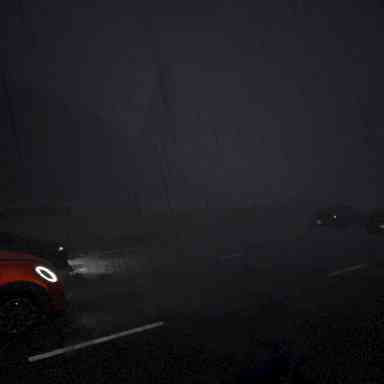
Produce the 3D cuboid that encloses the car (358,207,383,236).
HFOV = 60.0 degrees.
[{"bbox_3d":[10.603,1.419,16.853,5.008,1.535,1.882,0,0,-41],"label":"car"}]

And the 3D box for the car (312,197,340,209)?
[{"bbox_3d":[17.567,1.389,43.428,1.837,1.490,4.892,0,0,42],"label":"car"}]

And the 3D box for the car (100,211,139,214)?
[{"bbox_3d":[-7.397,1.479,33.939,4.902,1.511,2.128,0,0,-40],"label":"car"}]

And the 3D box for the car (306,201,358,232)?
[{"bbox_3d":[8.768,1.470,19.896,4.674,1.442,1.812,0,0,-41],"label":"car"}]

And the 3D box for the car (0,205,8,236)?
[{"bbox_3d":[-12.252,1.517,16.832,4.902,1.511,2.128,0,0,-36],"label":"car"}]

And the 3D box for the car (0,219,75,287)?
[{"bbox_3d":[-5.436,1.575,8.579,4.181,1.385,1.994,0,0,-36],"label":"car"}]

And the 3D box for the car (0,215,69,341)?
[{"bbox_3d":[-4.372,1.364,5.027,4.553,1.767,2.097,0,0,-35],"label":"car"}]
